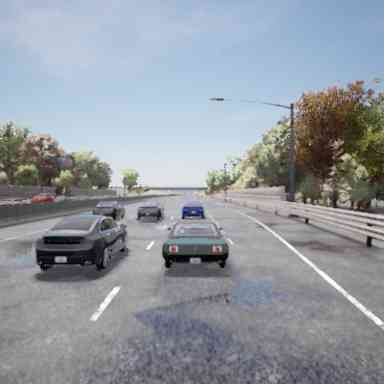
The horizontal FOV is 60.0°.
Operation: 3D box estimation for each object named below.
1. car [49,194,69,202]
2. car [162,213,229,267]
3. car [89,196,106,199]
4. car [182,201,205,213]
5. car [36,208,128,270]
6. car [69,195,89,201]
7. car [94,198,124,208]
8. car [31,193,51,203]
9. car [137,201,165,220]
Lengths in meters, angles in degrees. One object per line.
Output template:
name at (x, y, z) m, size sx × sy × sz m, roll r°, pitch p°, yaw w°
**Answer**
car at (-24.493, 1.576, 62.755) m, size 2.128 × 1.511 × 4.902 m, roll 0°, pitch 0°, yaw 0°
car at (0.101, 1.606, 11.401) m, size 1.895 × 1.301 × 4.718 m, roll 0°, pitch 0°, yaw 0°
car at (-17.496, 1.546, 63.277) m, size 1.882 × 1.535 × 5.008 m, roll 0°, pitch 0°, yaw 0°
car at (0.105, 1.499, 29.541) m, size 1.882 × 1.535 × 5.008 m, roll 0°, pitch 0°, yaw 0°
car at (-3.399, 1.509, 11.055) m, size 1.837 × 1.490 × 4.892 m, roll 0°, pitch 0°, yaw 0°
car at (-20.994, 1.424, 63.274) m, size 2.097 × 1.767 × 4.553 m, roll 0°, pitch 0°, yaw 0°
car at (-6.895, 1.510, 27.953) m, size 2.128 × 1.511 × 4.902 m, roll 0°, pitch 0°, yaw 0°
car at (-27.989, 1.288, 62.556) m, size 2.150 × 2.045 × 5.566 m, roll 0°, pitch 0°, yaw 0°
car at (-3.395, 1.511, 27.948) m, size 2.128 × 1.511 × 4.902 m, roll 0°, pitch 0°, yaw 0°
